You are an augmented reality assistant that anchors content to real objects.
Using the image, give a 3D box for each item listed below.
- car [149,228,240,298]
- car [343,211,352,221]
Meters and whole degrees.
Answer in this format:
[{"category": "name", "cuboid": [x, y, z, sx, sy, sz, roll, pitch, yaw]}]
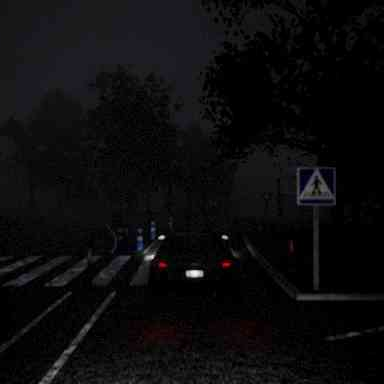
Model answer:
[{"category": "car", "cuboid": [0.038, 1.628, 8.704, 1.994, 1.385, 4.181, 0, 0, 0]}, {"category": "car", "cuboid": [20.251, 3.077, 42.692, 1.895, 1.301, 4.718, 1, -1, 23]}]
